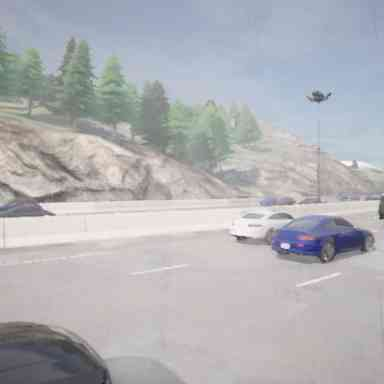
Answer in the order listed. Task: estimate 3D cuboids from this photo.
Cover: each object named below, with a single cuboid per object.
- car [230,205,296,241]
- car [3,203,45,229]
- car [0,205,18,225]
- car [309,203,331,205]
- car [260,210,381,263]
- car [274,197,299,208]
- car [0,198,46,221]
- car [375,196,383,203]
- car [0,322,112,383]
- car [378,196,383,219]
[{"bbox_3d":[3.813,1.551,15.734,4.674,1.442,1.812,0,0,-40],"label":"car"},{"bbox_3d":[-11.247,1.617,21.926,4.181,1.385,1.994,0,0,-37],"label":"car"},{"bbox_3d":[-15.044,1.660,23.429,4.718,1.301,1.895,0,0,-36],"label":"car"},{"bbox_3d":[15.795,1.662,41.989,1.895,1.301,4.718,0,0,42],"label":"car"},{"bbox_3d":[4.757,1.543,11.988,4.674,1.442,1.812,0,0,-39],"label":"car"},{"bbox_3d":[14.544,1.584,51.204,1.837,1.490,4.892,0,0,40],"label":"car"},{"bbox_3d":[-14.925,1.419,27.916,4.553,1.767,2.097,0,0,-38],"label":"car"},{"bbox_3d":[42.078,1.640,73.794,1.994,1.385,4.181,0,0,39],"label":"car"},{"bbox_3d":[-2.864,1.511,1.809,4.892,1.490,1.837,0,0,-35],"label":"car"},{"bbox_3d":[17.796,1.256,28.526,2.150,2.045,5.566,0,0,45],"label":"car"}]
